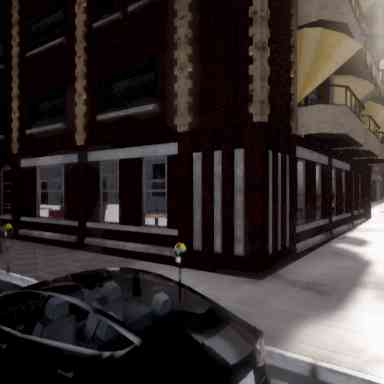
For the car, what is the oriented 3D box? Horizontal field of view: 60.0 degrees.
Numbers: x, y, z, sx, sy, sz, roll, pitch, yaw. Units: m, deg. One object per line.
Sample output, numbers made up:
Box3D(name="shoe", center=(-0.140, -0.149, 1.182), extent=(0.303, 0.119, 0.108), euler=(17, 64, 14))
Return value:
Box3D(name="car", center=(-1.277, 1.563, 3.787), extent=(4.313, 1.339, 1.947), euler=(0, 0, 36))
